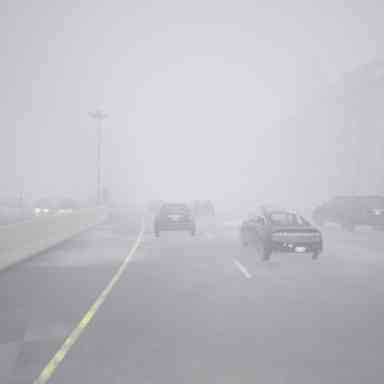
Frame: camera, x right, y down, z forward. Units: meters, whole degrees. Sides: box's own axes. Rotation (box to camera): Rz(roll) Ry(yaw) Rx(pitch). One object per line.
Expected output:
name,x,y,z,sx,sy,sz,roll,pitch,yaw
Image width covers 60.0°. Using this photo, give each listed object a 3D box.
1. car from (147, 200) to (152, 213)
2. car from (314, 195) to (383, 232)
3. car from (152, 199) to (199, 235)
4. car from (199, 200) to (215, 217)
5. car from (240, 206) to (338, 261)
car,-4.008,1.531,37.587,2.033,1.411,5.357,0,0,-12
car,9.404,1.185,20.019,2.150,2.045,5.566,0,0,-6
car,-1.049,1.341,18.757,2.097,1.767,4.553,0,0,-6
car,0.809,1.468,30.848,2.128,1.511,4.902,0,0,-10
car,3.052,1.476,12.241,2.128,1.511,4.902,0,0,-4
